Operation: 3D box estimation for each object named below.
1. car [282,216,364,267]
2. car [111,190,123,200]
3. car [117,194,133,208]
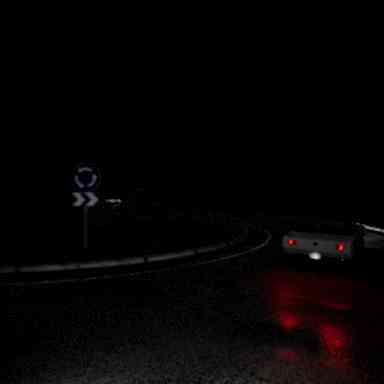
[{"bbox_3d":[4.553,1.453,11.053,1.895,1.301,4.718,2,2,31],"label":"car"},{"bbox_3d":[-16.403,0.629,73.004,2.150,2.045,5.566,0,1,-8],"label":"car"},{"bbox_3d":[-8.440,1.311,43.946,2.033,1.411,5.357,0,0,-11],"label":"car"}]
